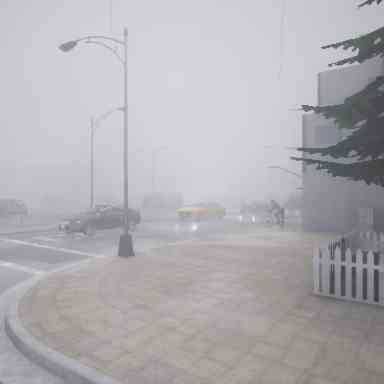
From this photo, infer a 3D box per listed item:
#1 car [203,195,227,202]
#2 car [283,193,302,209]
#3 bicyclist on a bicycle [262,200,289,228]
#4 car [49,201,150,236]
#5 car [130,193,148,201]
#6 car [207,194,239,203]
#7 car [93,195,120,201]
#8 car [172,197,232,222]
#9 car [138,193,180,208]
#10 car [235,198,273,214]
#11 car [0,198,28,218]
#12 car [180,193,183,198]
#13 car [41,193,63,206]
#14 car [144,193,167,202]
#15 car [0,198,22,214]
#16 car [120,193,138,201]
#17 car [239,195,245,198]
[{"bbox_3d":[4.606,1.297,68.043,4.514,1.523,2.007,0,0,36],"label":"car"},{"bbox_3d":[14.181,1.201,44.695,2.150,2.045,5.566,0,1,36],"label":"car"},{"bbox_3d":[4.845,1.285,19.299,1.656,1.620,0.582,0,0,36],"label":"bicyclist on a bicycle"},{"bbox_3d":[-4.981,1.476,18.538,2.128,1.511,4.902,0,0,36],"label":"car"},{"bbox_3d":[-11.992,1.076,75.626,3.866,1.878,1.905,0,0,36],"label":"car"},{"bbox_3d":[4.622,1.153,55.554,5.027,1.636,2.152,0,0,36],"label":"car"},{"bbox_3d":[-15.488,1.297,58.689,4.514,1.523,2.007,0,0,36],"label":"car"},{"bbox_3d":[0.892,1.462,26.580,1.882,1.535,5.008,0,0,36],"label":"car"},{"bbox_3d":[-4.296,1.097,42.627,4.605,1.855,1.932,0,0,36],"label":"car"},{"bbox_3d":[6.756,1.585,34.602,1.895,1.301,4.718,0,0,36],"label":"car"},{"bbox_3d":[-15.359,1.373,27.693,3.633,1.501,1.845,0,0,36],"label":"car"},{"bbox_3d":[-2.917,1.076,45.217,3.866,1.878,1.905,0,0,36],"label":"car"},{"bbox_3d":[-21.411,1.319,50.641,3.633,1.501,1.845,0,0,36],"label":"car"},{"bbox_3d":[-7.572,1.096,68.334,4.605,1.855,1.932,0,0,36],"label":"car"},{"bbox_3d":[-19.598,1.383,34.474,3.806,1.475,1.970,0,0,36],"label":"car"},{"bbox_3d":[-14.445,1.360,73.300,3.806,1.475,1.970,0,0,36],"label":"car"},{"bbox_3d":[8.143,1.232,60.929,3.806,1.475,1.970,0,0,36],"label":"car"}]
